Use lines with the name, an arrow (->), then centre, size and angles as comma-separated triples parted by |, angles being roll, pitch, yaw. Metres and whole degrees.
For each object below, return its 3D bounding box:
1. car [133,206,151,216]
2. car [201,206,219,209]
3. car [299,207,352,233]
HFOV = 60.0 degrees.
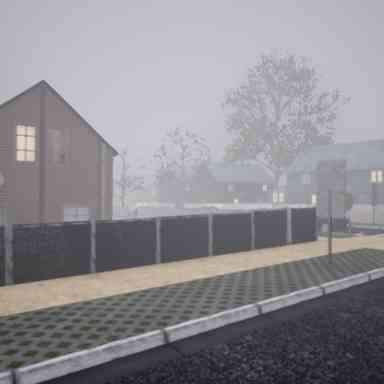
car -> -5.524, 2.392, 40.412 | 1.994, 1.385, 4.181 | 1, -2, -35
car -> 1.728, 2.046, 30.149 | 1.812, 1.442, 4.674 | 1, -2, -35
car -> 7.764, 1.747, 21.703 | 1.882, 1.535, 5.008 | 1, -2, -37
